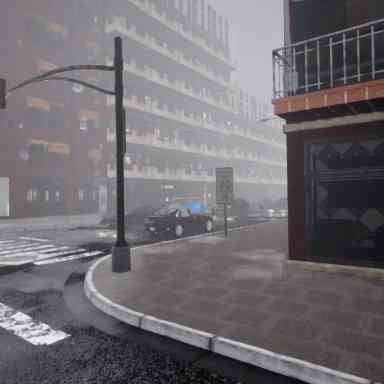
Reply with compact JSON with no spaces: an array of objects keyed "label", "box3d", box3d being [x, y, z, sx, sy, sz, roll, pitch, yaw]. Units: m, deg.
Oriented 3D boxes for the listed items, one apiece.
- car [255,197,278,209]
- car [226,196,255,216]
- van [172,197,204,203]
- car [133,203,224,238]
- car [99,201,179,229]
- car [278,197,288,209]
[{"label":"car","box3d":[9.284,1.430,44.053,1.967,1.590,4.097,-1,-1,36]},{"label":"car","box3d":[3.859,1.317,32.249,2.097,1.767,4.553,-1,-1,36]},{"label":"van","box3d":[-0.448,1.365,30.466,1.690,1.788,3.998,-1,-1,36]},{"label":"car","box3d":[-0.524,1.435,16.821,2.008,1.369,4.403,-1,-1,36]},{"label":"car","box3d":[-3.492,1.539,21.976,2.033,1.411,5.357,-1,-1,36]},{"label":"car","box3d":[11.966,1.413,43.489,1.882,1.535,5.008,-1,-1,36]}]
